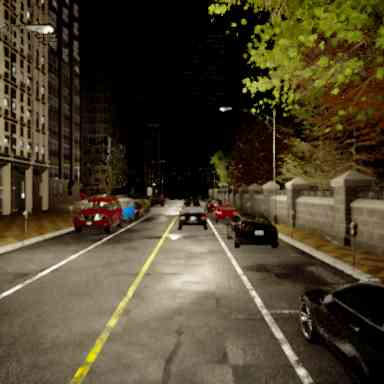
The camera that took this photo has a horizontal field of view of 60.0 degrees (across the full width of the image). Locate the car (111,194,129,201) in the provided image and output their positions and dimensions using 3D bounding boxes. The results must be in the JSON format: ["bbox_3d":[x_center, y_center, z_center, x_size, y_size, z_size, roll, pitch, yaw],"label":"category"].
[{"bbox_3d":[-17.820,1.353,82.700,4.097,1.590,1.967,1,-1,1],"label":"car"}]

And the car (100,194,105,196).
[{"bbox_3d":[-17.945,1.488,74.819,4.206,1.307,1.802,1,-1,1],"label":"car"}]

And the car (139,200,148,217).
[{"bbox_3d":[-5.532,1.627,31.343,1.802,1.307,4.206,0,0,0],"label":"car"}]

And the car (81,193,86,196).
[{"bbox_3d":[-28.871,1.115,82.897,5.009,1.841,2.192,1,-1,1],"label":"car"}]

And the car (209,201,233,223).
[{"bbox_3d":[2.508,1.608,25.731,1.802,1.307,4.206,0,0,0],"label":"car"}]

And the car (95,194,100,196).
[{"bbox_3d":[-23.346,1.297,82.798,4.097,1.590,1.967,1,-1,1],"label":"car"}]

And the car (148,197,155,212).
[{"bbox_3d":[-5.546,1.575,36.713,1.752,1.417,4.829,0,0,0],"label":"car"}]

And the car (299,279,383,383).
[{"bbox_3d":[2.564,1.566,3.532,1.947,1.339,4.313,0,0,0],"label":"car"}]

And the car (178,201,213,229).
[{"bbox_3d":[0.048,1.574,21.923,2.033,1.411,5.357,0,0,0],"label":"car"}]

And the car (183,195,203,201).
[{"bbox_3d":[-0.008,1.396,40.394,2.097,1.767,4.553,0,0,0],"label":"car"}]

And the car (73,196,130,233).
[{"bbox_3d":[-5.504,1.349,20.261,2.192,1.841,5.009,0,0,0],"label":"car"}]

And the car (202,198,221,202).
[{"bbox_3d":[2.479,1.476,36.831,1.967,1.590,4.097,0,0,0],"label":"car"}]

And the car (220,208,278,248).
[{"bbox_3d":[2.536,1.580,14.632,1.947,1.339,4.313,0,0,0],"label":"car"}]

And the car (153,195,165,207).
[{"bbox_3d":[-5.445,1.379,53.506,2.192,1.841,5.009,0,0,0],"label":"car"}]

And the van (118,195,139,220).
[{"bbox_3d":[-5.518,1.381,25.802,1.690,1.788,3.998,0,0,0],"label":"van"}]
